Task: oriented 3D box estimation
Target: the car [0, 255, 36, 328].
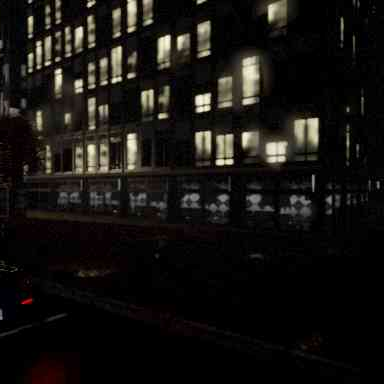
[{"bbox_3d":[-4.599,1.582,5.943,4.674,1.442,1.812,-1,0,37],"label":"car"}]
